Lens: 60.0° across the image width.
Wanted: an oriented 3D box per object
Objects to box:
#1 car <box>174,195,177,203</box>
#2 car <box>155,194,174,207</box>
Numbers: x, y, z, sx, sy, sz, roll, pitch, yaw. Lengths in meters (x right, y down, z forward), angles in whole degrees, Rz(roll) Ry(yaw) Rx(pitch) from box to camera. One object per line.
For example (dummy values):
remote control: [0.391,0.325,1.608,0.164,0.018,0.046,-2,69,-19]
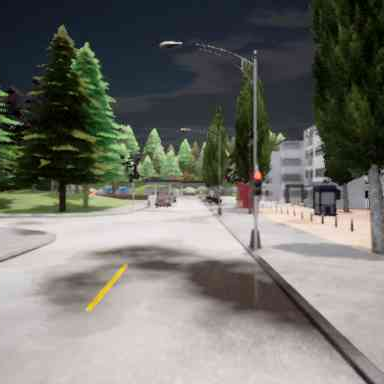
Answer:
car: [-3.974,1.319,63.593,2.128,1.511,4.902,0,0,1]
car: [-4.072,1.225,47.362,2.097,1.767,4.553,0,0,0]
